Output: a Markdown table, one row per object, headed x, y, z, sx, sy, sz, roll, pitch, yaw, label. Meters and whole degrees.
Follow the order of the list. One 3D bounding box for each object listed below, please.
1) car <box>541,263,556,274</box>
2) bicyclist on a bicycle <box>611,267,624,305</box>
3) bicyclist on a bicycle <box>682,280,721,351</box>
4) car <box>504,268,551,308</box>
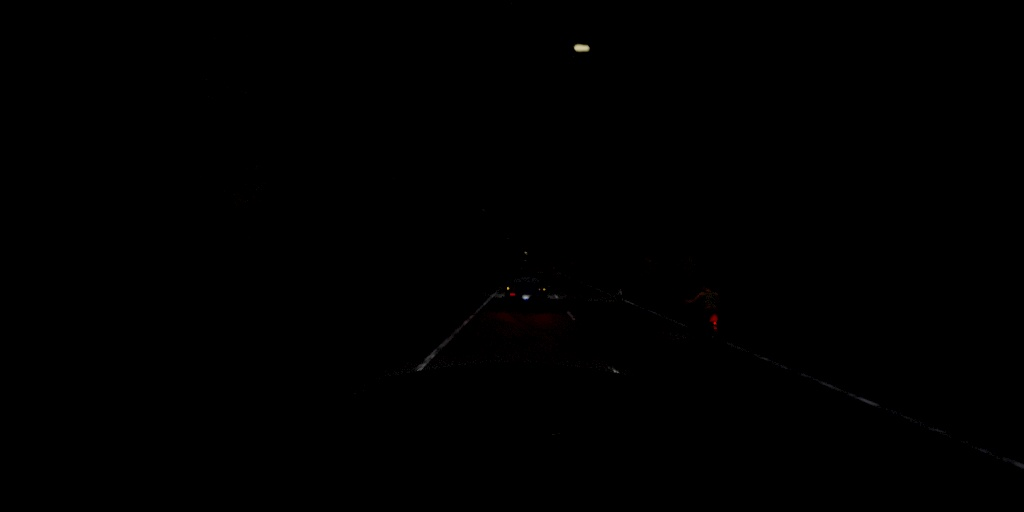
| x | y | z | sx | sy | sz | roll | pitch | yaw | label |
| --- | --- | --- | --- | --- | --- | --- | --- | --- | --- |
| 6.080 | 2.026 | 57.753 | 1.882 | 1.535 | 5.008 | 1 | 0 | 3 | car |
| 5.084 | 1.427 | 17.388 | 0.659 | 1.776 | 1.843 | 1 | 0 | 3 | bicyclist on a bicycle |
| 4.656 | 1.382 | 8.706 | 0.866 | 1.612 | 1.509 | 1 | -1 | 3 | bicyclist on a bicycle |
| 0.650 | 1.460 | 16.376 | 1.812 | 1.442 | 4.674 | 1 | -1 | 3 | car |
